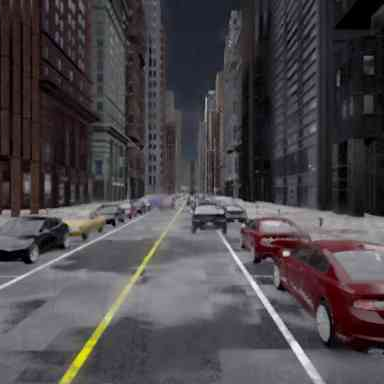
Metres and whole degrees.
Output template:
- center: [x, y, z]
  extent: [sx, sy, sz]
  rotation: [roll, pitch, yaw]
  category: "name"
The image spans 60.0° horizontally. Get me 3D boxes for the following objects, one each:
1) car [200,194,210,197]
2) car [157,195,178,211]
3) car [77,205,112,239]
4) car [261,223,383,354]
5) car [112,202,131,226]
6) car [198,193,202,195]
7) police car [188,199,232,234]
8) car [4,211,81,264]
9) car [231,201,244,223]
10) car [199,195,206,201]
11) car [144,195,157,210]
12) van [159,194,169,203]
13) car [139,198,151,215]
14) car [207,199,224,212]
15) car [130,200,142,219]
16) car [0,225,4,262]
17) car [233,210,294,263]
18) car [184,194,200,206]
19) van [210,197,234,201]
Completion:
- center: [2.778, 1.572, 56.910]
  extent: [1.887, 1.381, 4.507]
  rotation: [0, 0, 0]
  category: "car"
- center: [-3.076, 1.489, 40.773]
  extent: [1.882, 1.535, 5.008]
  rotation: [0, 0, 0]
  category: "car"
- center: [-5.758, 1.525, 17.271]
  extent: [1.752, 1.417, 4.829]
  rotation: [0, 0, 0]
  category: "car"
- center: [2.764, 1.544, 6.184]
  extent: [1.887, 1.381, 4.507]
  rotation: [0, 0, 0]
  category: "car"
- center: [-5.756, 1.567, 23.078]
  extent: [1.947, 1.339, 4.313]
  rotation: [0, 0, 0]
  category: "car"
- center: [2.781, 1.356, 68.182]
  extent: [2.192, 1.841, 5.009]
  rotation: [0, 0, 0]
  category: "car"
- center: [0.906, 1.426, 19.389]
  extent: [1.930, 1.638, 5.238]
  rotation: [0, 0, 0]
  category: "police car"
- center: [-5.759, 1.565, 11.805]
  extent: [1.947, 1.339, 4.313]
  rotation: [0, 0, 0]
  category: "car"
- center: [2.769, 1.552, 23.092]
  extent: [2.008, 1.369, 4.403]
  rotation: [0, 0, 0]
  category: "car"
- center: [2.788, 1.602, 90.898]
  extent: [1.752, 1.417, 4.829]
  rotation: [0, 0, 0]
  category: "car"
- center: [-5.752, 1.451, 39.988]
  extent: [1.967, 1.590, 4.097]
  rotation: [0, 0, 0]
  category: "car"
- center: [-5.744, 1.382, 68.170]
  extent: [1.690, 1.788, 3.998]
  rotation: [0, 0, 0]
  category: "van"
- center: [-5.753, 1.573, 34.351]
  extent: [1.947, 1.339, 4.313]
  rotation: [0, 0, 0]
  category: "car"
- center: [2.773, 1.593, 40.001]
  extent: [1.802, 1.307, 4.206]
  rotation: [0, 0, 0]
  category: "car"
- center: [-5.755, 1.586, 28.715]
  extent: [1.802, 1.307, 4.206]
  rotation: [0, 0, 0]
  category: "car"
- center: [-5.761, 1.544, 6.169]
  extent: [1.887, 1.381, 4.507]
  rotation: [0, 0, 0]
  category: "car"
- center: [2.765, 1.544, 11.820]
  extent: [1.887, 1.381, 4.507]
  rotation: [0, 0, 0]
  category: "car"
- center: [0.017, 1.551, 54.553]
  extent: [1.812, 1.442, 4.674]
  rotation: [0, 0, 0]
  category: "car"
- center: [2.770, 1.345, 28.729]
  extent: [1.690, 1.788, 3.998]
  rotation: [0, 0, 0]
  category: "van"
